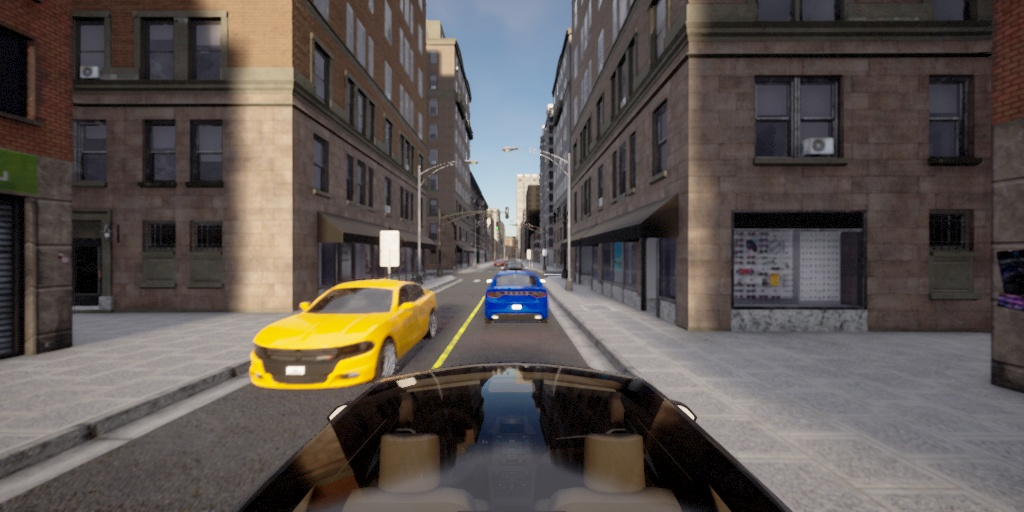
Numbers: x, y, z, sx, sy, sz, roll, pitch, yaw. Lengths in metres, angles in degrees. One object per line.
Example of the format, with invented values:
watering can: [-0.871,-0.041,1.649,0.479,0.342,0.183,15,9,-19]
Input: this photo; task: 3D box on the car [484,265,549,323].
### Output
car: [0.137,1.228,12.141,1.882,1.535,5.008,0,0,0]

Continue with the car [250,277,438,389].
car: [-2.827,1.227,7.197,1.882,1.535,5.008,0,0,0]

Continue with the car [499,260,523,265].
car: [0.202,1.264,28.435,1.837,1.490,4.892,0,0,0]
